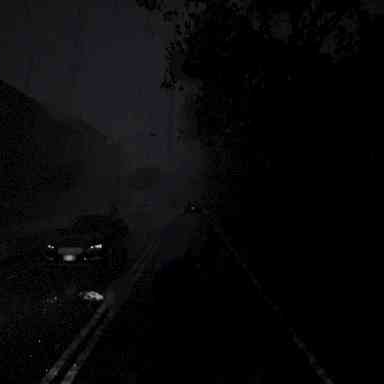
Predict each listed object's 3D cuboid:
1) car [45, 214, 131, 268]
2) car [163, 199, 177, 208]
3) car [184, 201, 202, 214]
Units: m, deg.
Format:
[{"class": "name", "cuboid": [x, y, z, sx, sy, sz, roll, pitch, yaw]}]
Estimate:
[{"class": "car", "cuboid": [-3.349, 1.549, 11.526, 2.128, 1.511, 4.902, 0, 0, 0]}, {"class": "car", "cuboid": [-3.323, 1.754, 51.593, 1.812, 1.442, 4.674, 0, 0, 0]}, {"class": "car", "cuboid": [0.103, 1.738, 38.283, 1.994, 1.385, 4.181, 0, 0, 0]}]
